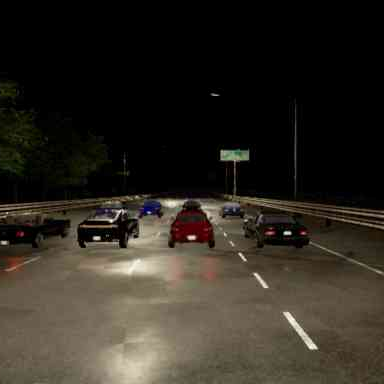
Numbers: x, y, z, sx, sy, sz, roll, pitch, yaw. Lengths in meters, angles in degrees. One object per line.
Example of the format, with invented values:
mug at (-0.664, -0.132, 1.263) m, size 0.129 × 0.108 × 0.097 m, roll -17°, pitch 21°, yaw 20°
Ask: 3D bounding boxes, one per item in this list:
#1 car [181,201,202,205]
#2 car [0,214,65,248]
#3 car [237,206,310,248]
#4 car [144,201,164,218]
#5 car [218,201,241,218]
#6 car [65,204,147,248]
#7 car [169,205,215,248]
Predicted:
car at (-0.045, 1.514, 29.693) m, size 1.812 × 1.442 × 4.674 m, roll 0°, pitch 0°, yaw 0°
car at (-7.011, 1.610, 14.700) m, size 1.895 × 1.301 × 4.718 m, roll 0°, pitch 0°, yaw 0°
car at (3.489, 1.556, 14.685) m, size 2.033 × 1.411 × 5.357 m, roll 0°, pitch 0°, yaw 0°
car at (-3.546, 1.515, 29.683) m, size 1.812 × 1.442 × 4.674 m, roll 0°, pitch 0°, yaw 0°
car at (3.454, 1.544, 29.703) m, size 2.033 × 1.411 × 5.357 m, roll 0°, pitch 0°, yaw 0°
car at (-3.511, 1.489, 14.674) m, size 2.128 × 1.511 × 4.902 m, roll 0°, pitch 0°, yaw 0°
car at (-0.011, 1.526, 14.680) m, size 1.812 × 1.442 × 4.674 m, roll 0°, pitch 0°, yaw 0°
